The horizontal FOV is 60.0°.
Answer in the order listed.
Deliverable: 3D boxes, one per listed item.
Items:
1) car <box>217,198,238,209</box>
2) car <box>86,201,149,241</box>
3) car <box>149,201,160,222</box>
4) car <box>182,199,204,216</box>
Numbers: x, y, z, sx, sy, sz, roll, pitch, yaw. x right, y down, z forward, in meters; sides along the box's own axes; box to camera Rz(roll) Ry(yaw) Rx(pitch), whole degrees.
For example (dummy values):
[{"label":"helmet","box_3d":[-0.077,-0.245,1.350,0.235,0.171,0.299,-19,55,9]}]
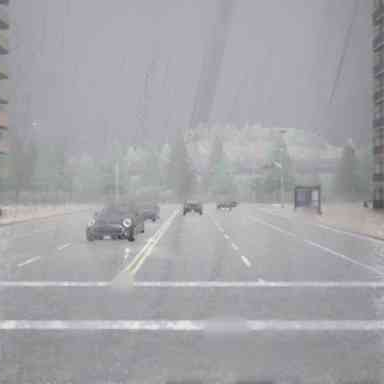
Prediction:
[{"label":"car","box_3d":[4.757,1.503,43.986,2.033,1.411,5.357,0,0,20]},{"label":"car","box_3d":[-3.604,1.337,16.385,2.097,1.767,4.553,0,0,0]},{"label":"car","box_3d":[-3.595,1.482,26.167,1.837,1.490,4.892,0,0,0]},{"label":"car","box_3d":[0.081,1.476,32.606,1.837,1.490,4.892,0,0,0]}]
